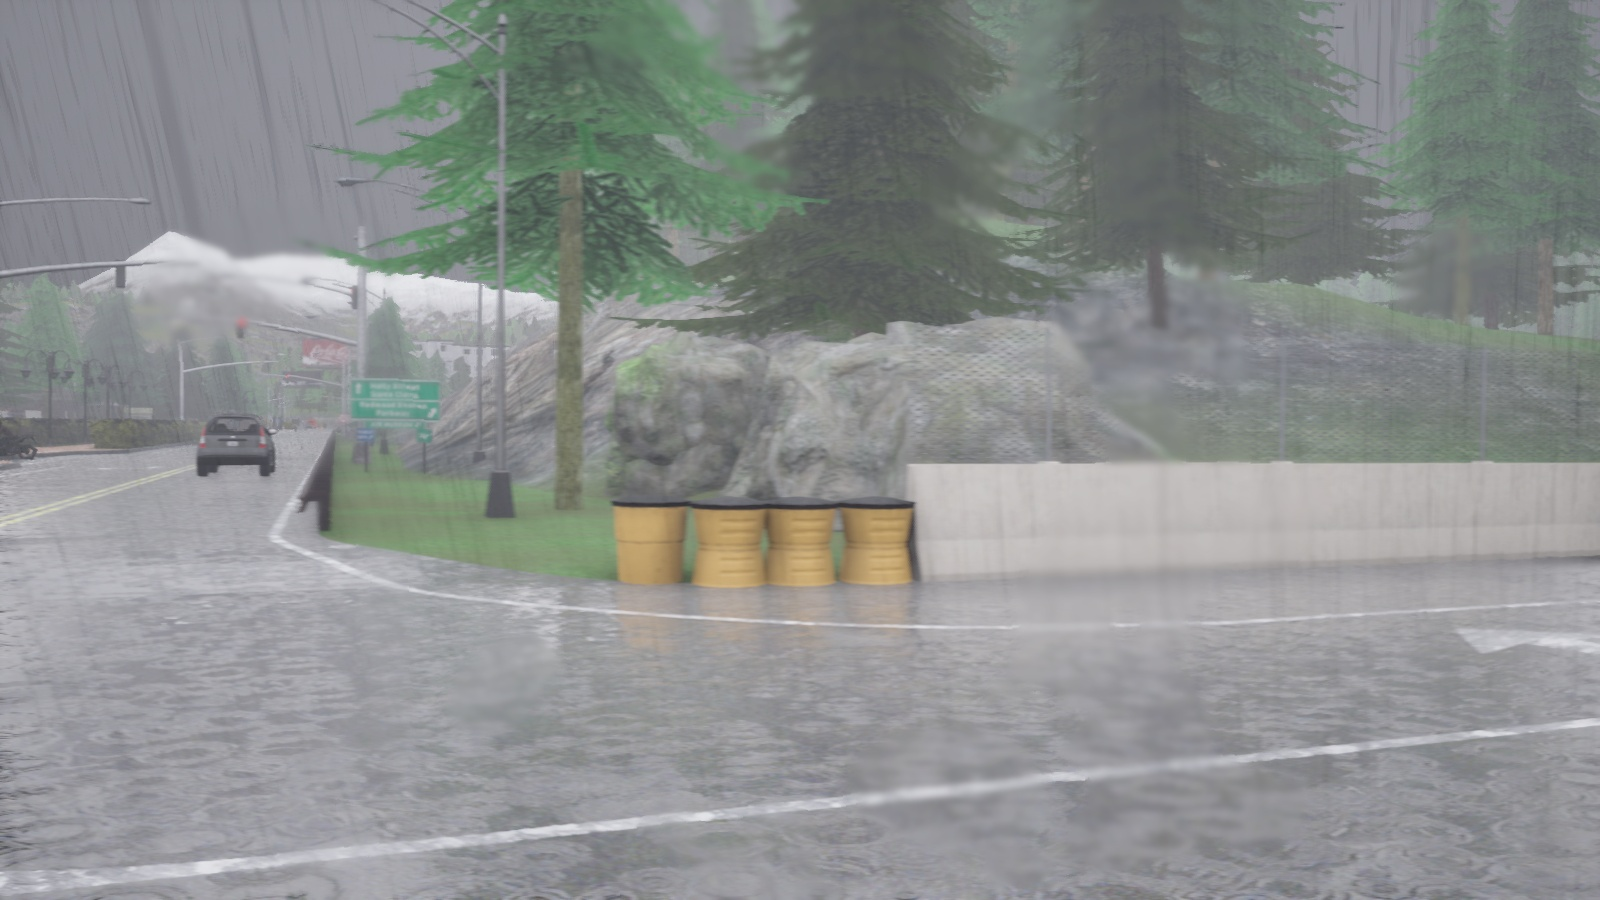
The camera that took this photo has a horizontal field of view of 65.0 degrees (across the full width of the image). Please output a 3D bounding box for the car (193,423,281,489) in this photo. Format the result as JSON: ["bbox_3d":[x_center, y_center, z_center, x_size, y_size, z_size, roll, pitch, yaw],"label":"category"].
[{"bbox_3d":[-14.900,0.121,33.425,1.851,1.617,3.988,-1,1,-20],"label":"car"}]

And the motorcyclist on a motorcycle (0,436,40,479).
[{"bbox_3d":[-29.443,0.299,46.562,2.044,1.523,0.797,-5,1,-30],"label":"motorcyclist on a motorcycle"}]
